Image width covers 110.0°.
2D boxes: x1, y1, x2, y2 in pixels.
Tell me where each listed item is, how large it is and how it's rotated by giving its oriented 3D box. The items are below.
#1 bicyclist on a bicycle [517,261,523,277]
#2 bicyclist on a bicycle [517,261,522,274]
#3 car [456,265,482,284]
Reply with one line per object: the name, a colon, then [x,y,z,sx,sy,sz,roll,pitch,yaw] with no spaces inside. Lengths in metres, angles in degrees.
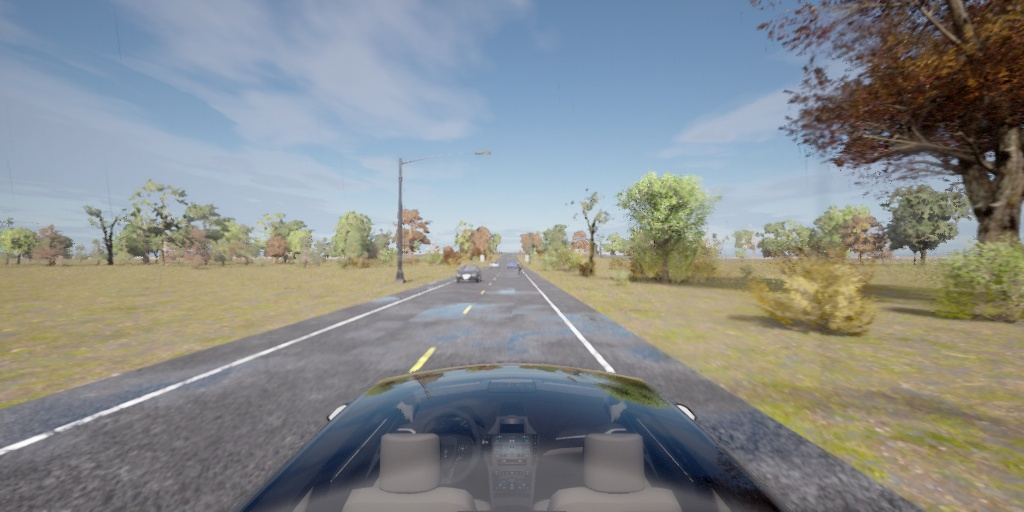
bicyclist on a bicycle: [0.962,1.537,40.221,0.582,1.620,1.656,0,-1,0]
bicyclist on a bicycle: [0.960,1.530,49.143,0.659,1.776,1.843,0,0,0]
car: [-3.597,1.495,30.629,2.128,1.511,4.902,0,0,0]
